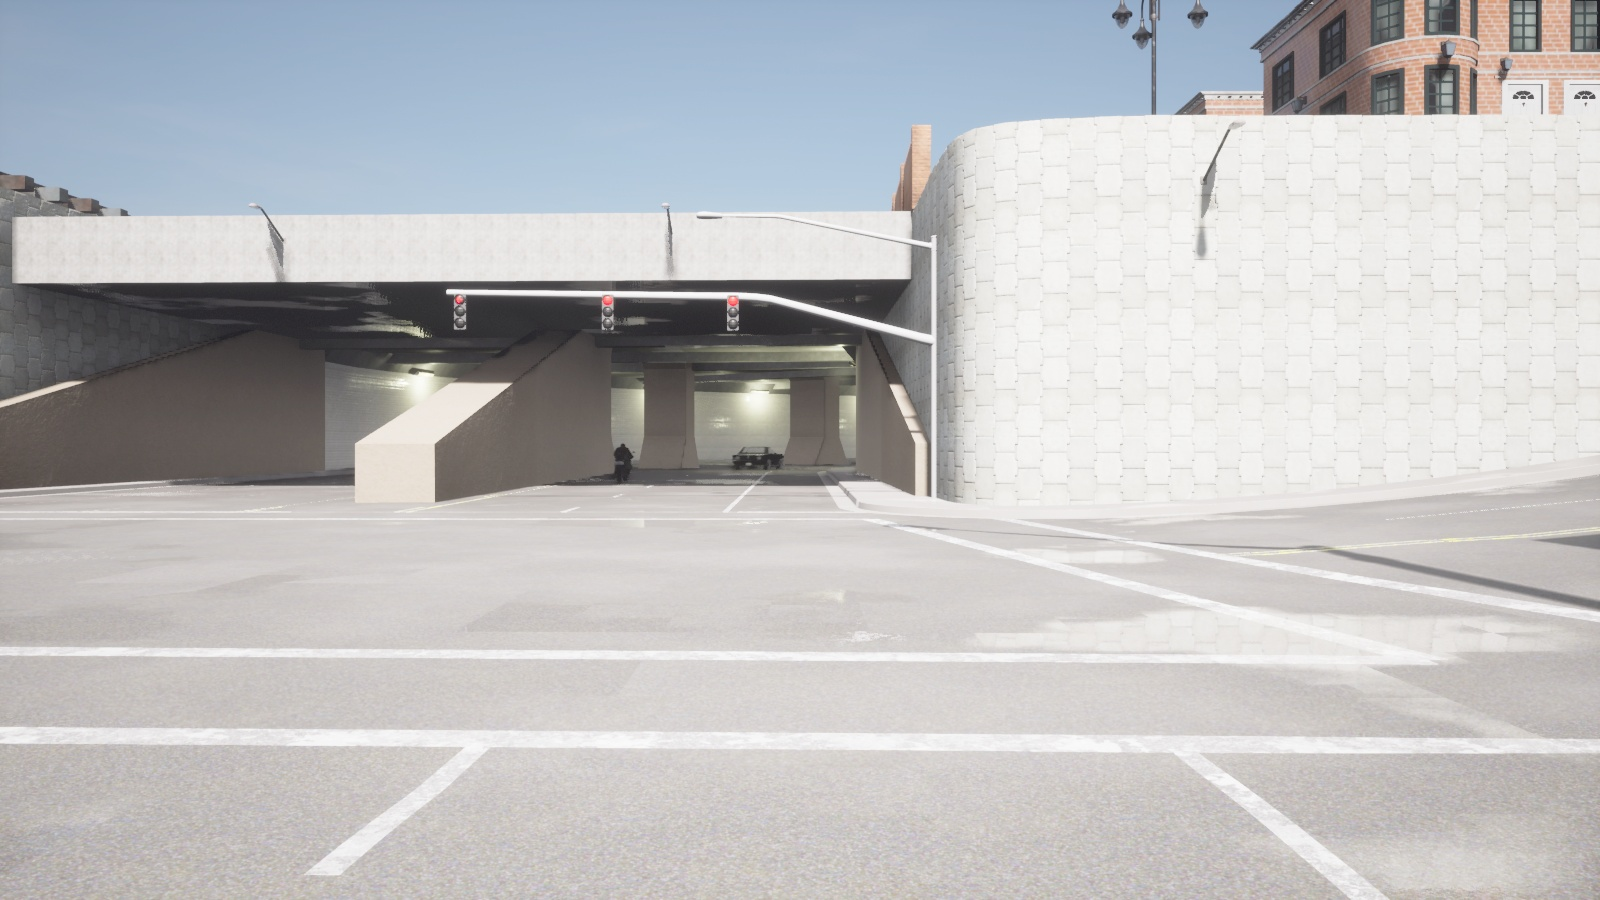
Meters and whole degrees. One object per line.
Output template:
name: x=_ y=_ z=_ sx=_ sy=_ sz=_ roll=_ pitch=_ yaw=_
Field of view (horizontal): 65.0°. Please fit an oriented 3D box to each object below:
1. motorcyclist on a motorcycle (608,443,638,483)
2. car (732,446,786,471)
motorcyclist on a motorcycle: x=-6.881 y=0.500 z=48.874 sx=0.866 sy=1.530 sz=2.191 roll=0 pitch=0 yaw=0
car: x=-2.253 y=0.448 z=70.269 sx=1.895 sy=1.301 sz=4.718 roll=0 pitch=0 yaw=13
